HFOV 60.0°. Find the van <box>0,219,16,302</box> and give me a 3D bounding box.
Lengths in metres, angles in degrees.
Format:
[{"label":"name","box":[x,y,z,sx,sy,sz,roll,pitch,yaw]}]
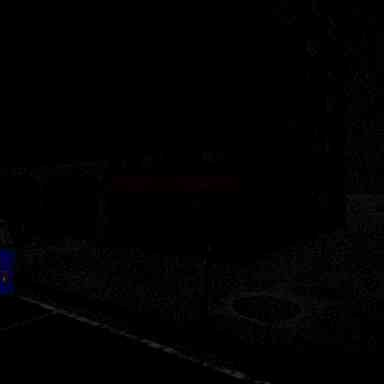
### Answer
[{"label":"van","box":[-5.310,1.340,6.876,3.998,1.788,1.690,0,0,36]}]
